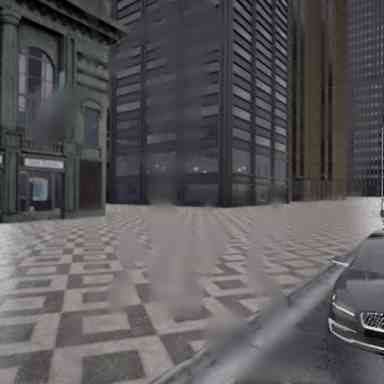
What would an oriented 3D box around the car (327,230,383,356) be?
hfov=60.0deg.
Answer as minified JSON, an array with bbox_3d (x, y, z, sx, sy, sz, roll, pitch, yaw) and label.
[{"bbox_3d":[3.854,1.508,5.947,1.837,1.490,4.892,0,0,36],"label":"car"}]
